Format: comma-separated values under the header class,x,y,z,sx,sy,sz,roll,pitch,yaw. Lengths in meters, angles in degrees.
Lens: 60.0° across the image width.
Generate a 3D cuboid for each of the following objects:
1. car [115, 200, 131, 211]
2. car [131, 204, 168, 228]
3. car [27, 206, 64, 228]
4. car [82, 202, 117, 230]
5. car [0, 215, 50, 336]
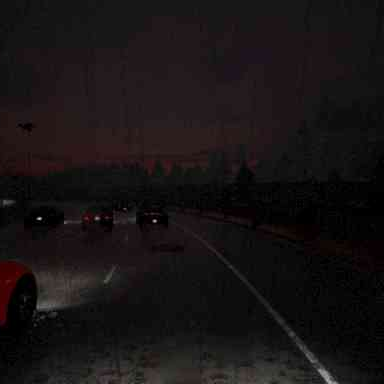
class,x,y,z,sx,sy,sz,roll,pitch,yaw
car,-8.772,1.692,40.949,1.895,1.301,4.718,0,0,-23
car,-2.755,1.532,22.389,2.128,1.511,4.902,0,0,-12
car,-9.987,1.640,22.686,1.994,1.385,4.181,0,0,-14
car,-6.124,1.604,21.894,2.033,1.411,5.357,0,0,-13
car,-3.708,1.369,4.014,2.097,1.767,4.553,0,0,-3
